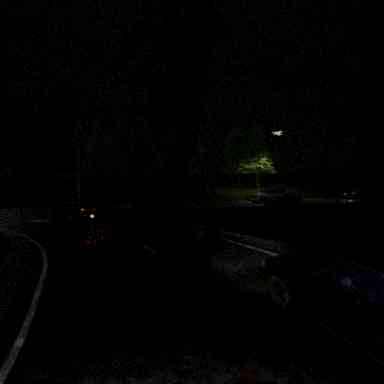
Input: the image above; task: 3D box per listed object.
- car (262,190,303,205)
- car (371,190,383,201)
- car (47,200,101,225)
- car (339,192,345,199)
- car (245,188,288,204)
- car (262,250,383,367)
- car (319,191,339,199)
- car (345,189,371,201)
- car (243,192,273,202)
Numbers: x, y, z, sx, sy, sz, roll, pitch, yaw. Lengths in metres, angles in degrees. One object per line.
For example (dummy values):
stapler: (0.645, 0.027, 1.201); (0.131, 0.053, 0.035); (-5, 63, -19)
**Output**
car: (11.367, 0.851, 40.831); (4.674, 1.442, 1.812); (-1, 1, -22)
car: (29.037, 0.227, 47.825); (5.566, 2.045, 2.150); (-1, 1, -21)
car: (-8.164, 1.318, 22.778); (4.892, 1.490, 1.837); (-1, -1, 42)
car: (27.143, 0.292, 54.596); (4.553, 1.767, 2.097); (-1, 1, -21)
car: (10.373, 0.518, 44.193); (5.566, 2.045, 2.150); (-1, 1, -21)
car: (2.790, 1.501, 4.786); (1.895, 1.301, 4.718); (-1, 1, -13)
car: (24.225, 0.546, 57.205); (4.718, 1.301, 1.895); (-1, 1, -21)
car: (25.962, 0.573, 50.377); (4.181, 1.385, 1.994); (-1, 1, -21)
car: (10.306, 0.765, 51.691); (4.181, 1.385, 1.994); (-1, 1, -21)
